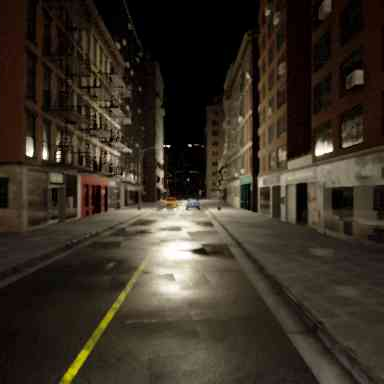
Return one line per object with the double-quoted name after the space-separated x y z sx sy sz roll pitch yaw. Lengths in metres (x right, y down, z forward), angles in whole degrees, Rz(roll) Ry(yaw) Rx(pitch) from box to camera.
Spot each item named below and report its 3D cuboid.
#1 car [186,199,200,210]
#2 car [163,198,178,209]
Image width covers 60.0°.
0.114 1.632 45.074 2.033 1.411 5.357 0 0 0 "car"
-3.064 1.572 48.618 1.882 1.535 5.008 0 0 0 "car"
